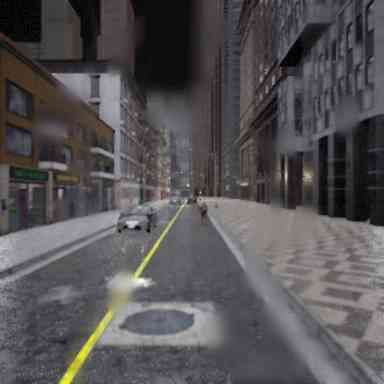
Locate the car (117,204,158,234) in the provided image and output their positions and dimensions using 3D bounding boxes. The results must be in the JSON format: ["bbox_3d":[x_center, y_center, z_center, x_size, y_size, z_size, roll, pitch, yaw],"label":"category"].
[{"bbox_3d":[-3.100,1.499,19.552,2.128,1.511,4.902,0,0,0],"label":"car"}]

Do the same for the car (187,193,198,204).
[{"bbox_3d":[0.062,1.573,67.411,1.837,1.490,4.892,0,-1,0],"label":"car"}]

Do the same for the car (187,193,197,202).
[{"bbox_3d":[-0.013,1.333,80.553,2.150,2.045,5.566,0,0,0],"label":"car"}]

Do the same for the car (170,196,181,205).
[{"bbox_3d":[-3.040,1.550,60.722,2.128,1.511,4.902,0,0,1],"label":"car"}]

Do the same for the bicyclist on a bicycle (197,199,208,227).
[{"bbox_3d":[0.822,1.462,22.070,0.582,1.620,1.656,0,0,0],"label":"bicyclist on a bicycle"}]
